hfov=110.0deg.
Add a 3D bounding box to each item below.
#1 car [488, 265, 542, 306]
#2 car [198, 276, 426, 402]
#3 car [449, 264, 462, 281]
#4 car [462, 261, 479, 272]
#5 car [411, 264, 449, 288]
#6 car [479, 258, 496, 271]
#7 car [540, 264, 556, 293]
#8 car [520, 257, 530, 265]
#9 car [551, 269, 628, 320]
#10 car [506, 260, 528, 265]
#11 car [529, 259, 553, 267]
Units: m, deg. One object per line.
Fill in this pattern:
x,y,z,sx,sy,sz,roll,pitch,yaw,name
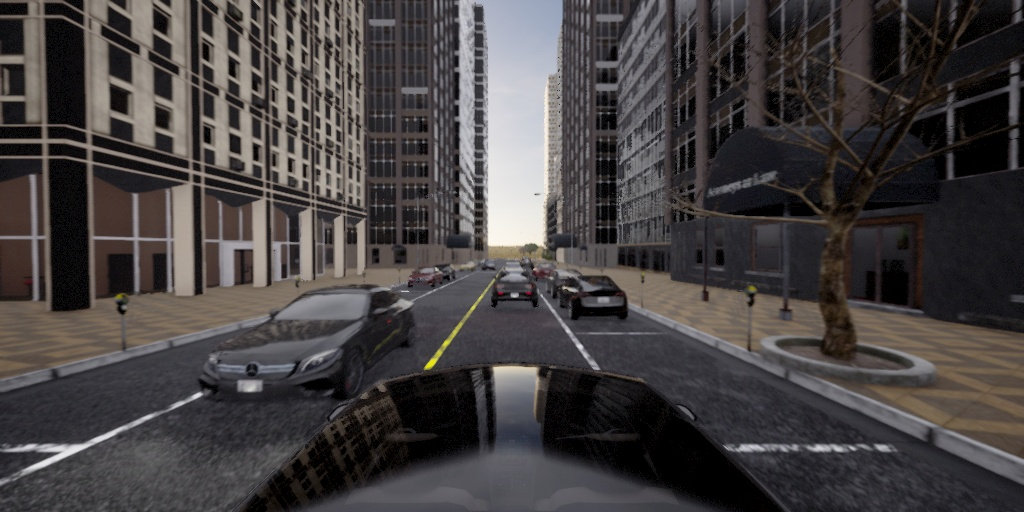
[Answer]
0.100,1.284,15.555,1.812,1.442,4.674,0,0,0,car
-3.099,1.279,6.569,1.812,1.442,4.674,0,0,0,car
-5.655,1.331,29.632,1.948,1.339,4.313,0,0,0,car
-5.672,1.289,46.485,1.751,1.417,4.829,0,0,0,car
-5.655,1.345,23.959,1.802,1.307,4.207,0,0,0,car
-3.077,1.310,48.696,2.033,1.411,5.357,0,0,0,car
2.693,1.311,18.223,2.007,1.370,4.403,0,0,0,car
2.354,1.287,55.727,1.812,1.442,4.674,0,0,0,car
2.692,1.323,12.549,1.948,1.339,4.313,0,0,0,car
0.102,1.313,32.835,2.033,1.411,5.357,0,0,0,car
2.693,1.205,29.572,1.967,1.591,4.097,0,0,0,car
